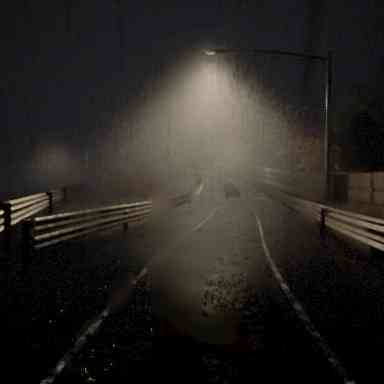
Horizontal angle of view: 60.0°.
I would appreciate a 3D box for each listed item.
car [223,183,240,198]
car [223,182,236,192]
[{"bbox_3d":[5.762,-0.100,47.333,1.882,1.535,5.008,0,4,4],"label":"car"},{"bbox_3d":[6.452,-0.888,57.394,1.812,1.442,4.674,0,5,2],"label":"car"}]
